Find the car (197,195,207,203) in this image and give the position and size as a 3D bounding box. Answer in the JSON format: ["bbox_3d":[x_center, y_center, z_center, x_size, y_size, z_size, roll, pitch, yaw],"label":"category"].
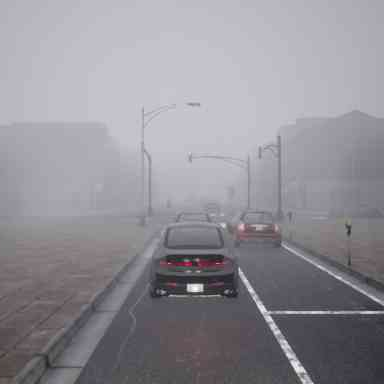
[{"bbox_3d":[2.477,1.735,79.726,2.192,1.841,5.009,1,-1,0],"label":"car"}]

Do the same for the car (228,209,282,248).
[{"bbox_3d":[2.626,1.457,14.915,1.967,1.590,4.097,2,0,0],"label":"car"}]

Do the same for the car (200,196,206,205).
[{"bbox_3d":[2.547,1.705,47.099,1.947,1.339,4.313,1,0,0],"label":"car"}]

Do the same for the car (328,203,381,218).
[{"bbox_3d":[14.496,1.631,29.770,4.181,1.385,1.994,0,-2,0],"label":"car"}]

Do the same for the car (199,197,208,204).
[{"bbox_3d":[2.485,1.892,74.456,1.752,1.417,4.829,1,-1,0],"label":"car"}]

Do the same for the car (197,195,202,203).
[{"bbox_3d":[2.509,1.830,63.411,1.947,1.339,4.313,1,-1,0],"label":"car"}]

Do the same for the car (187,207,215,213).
[{"bbox_3d":[0.056,1.619,15.995,1.895,1.301,4.718,0,0,0],"label":"car"}]

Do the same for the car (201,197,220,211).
[{"bbox_3d":[2.560,1.672,41.662,1.947,1.339,4.313,1,0,0],"label":"car"}]

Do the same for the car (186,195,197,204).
[{"bbox_3d":[-0.151,1.570,72.208,2.150,2.045,5.566,0,-1,0],"label":"car"}]

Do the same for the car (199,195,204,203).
[{"bbox_3d":[2.535,1.703,52.706,1.752,1.417,4.829,1,0,0],"label":"car"}]

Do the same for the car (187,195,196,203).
[{"bbox_3d":[-0.188,1.676,82.617,2.150,2.045,5.566,0,-1,0],"label":"car"}]

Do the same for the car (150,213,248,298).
[{"bbox_3d":[0.020,1.512,8.514,1.837,1.490,4.892,0,0,-1],"label":"car"}]
